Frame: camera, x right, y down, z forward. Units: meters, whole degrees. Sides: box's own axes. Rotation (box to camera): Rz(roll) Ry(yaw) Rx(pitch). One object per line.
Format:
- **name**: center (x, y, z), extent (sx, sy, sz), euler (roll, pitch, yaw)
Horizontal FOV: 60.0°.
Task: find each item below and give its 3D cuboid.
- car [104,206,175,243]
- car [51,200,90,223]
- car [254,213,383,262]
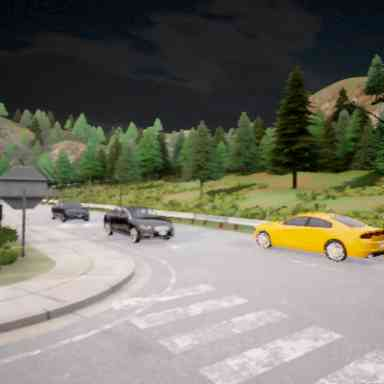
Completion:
- **car**: center (-2.676, 1.462, 16.095), extent (2.128, 1.511, 4.902), euler (1, 0, -36)
- **car**: center (-9.163, 1.408, 24.951), extent (1.837, 1.490, 4.892), euler (1, 0, -36)
- **car**: center (4.555, 1.523, 12.519), extent (1.882, 1.535, 5.008), euler (1, 0, -36)
